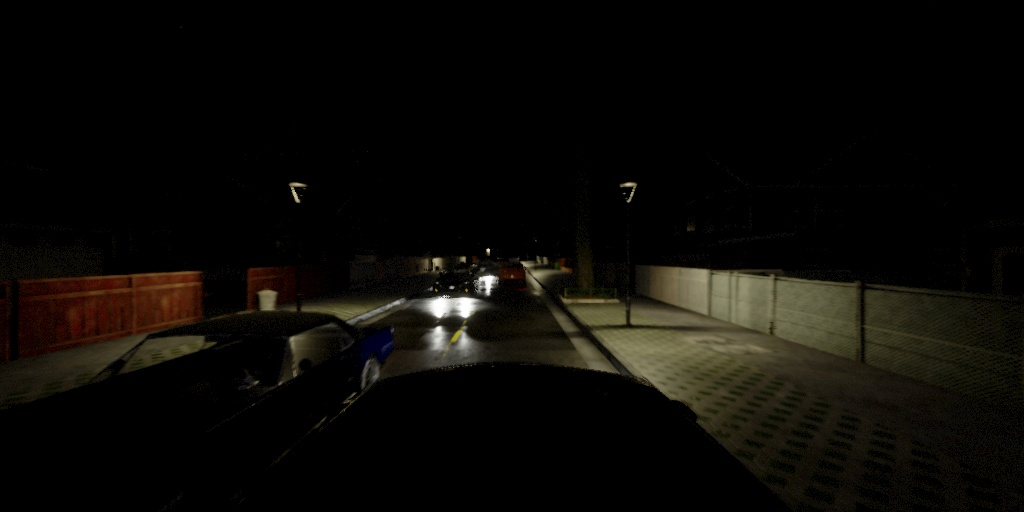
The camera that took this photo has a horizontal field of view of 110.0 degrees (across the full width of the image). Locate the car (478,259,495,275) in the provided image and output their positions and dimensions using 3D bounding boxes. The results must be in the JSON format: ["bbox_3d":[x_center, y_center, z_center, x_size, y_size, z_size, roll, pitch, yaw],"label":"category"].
[{"bbox_3d":[-2.763,1.106,36.888,2.128,1.511,4.902,0,0,1],"label":"car"}]

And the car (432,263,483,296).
[{"bbox_3d":[-2.813,1.269,18.694,1.994,1.385,4.181,0,0,0],"label":"car"}]

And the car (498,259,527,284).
[{"bbox_3d":[0.042,1.153,25.796,1.882,1.535,5.008,0,1,1],"label":"car"}]

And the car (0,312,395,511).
[{"bbox_3d":[-2.848,1.348,3.605,1.895,1.301,4.718,0,0,0],"label":"car"}]
